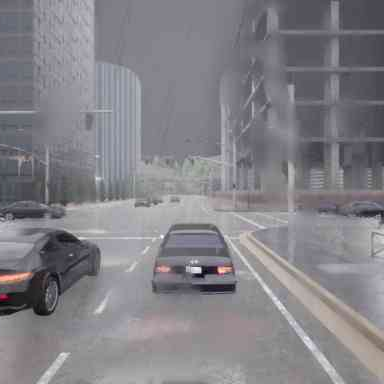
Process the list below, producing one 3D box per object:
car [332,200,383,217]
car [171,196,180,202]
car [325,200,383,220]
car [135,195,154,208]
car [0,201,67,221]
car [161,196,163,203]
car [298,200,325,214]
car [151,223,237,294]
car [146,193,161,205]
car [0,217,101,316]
[{"bbox_3d":[15.833,1.492,30.215,5.357,1.411,2.033,0,0,0],"label":"car"},{"bbox_3d":[-3.668,1.540,73.140,2.033,1.411,5.357,0,0,0],"label":"car"},{"bbox_3d":[13.676,1.436,26.496,4.902,1.511,2.128,0,0,0],"label":"car"},{"bbox_3d":[-7.212,1.564,49.157,1.994,1.385,4.181,0,0,0],"label":"car"},{"bbox_3d":[-12.422,1.479,26.142,4.892,1.490,1.837,-1,0,-1],"label":"car"},{"bbox_3d":[-7.170,1.352,68.298,2.097,1.767,4.553,0,0,0],"label":"car"},{"bbox_3d":[12.964,1.509,33.698,4.181,1.385,1.994,0,0,0],"label":"car"},{"bbox_3d":[0.050,1.547,8.900,2.033,1.411,5.357,0,0,0],"label":"car"},{"bbox_3d":[-7.215,1.221,58.476,2.150,2.045,5.566,0,0,0],"label":"car"},{"bbox_3d":[-3.457,1.526,7.382,1.812,1.442,4.674,0,0,0],"label":"car"}]
